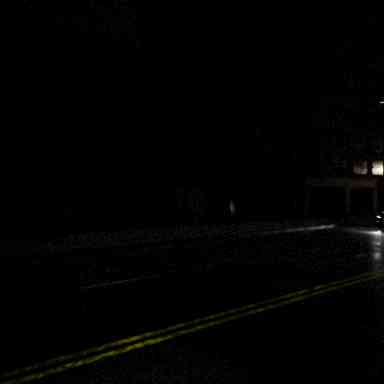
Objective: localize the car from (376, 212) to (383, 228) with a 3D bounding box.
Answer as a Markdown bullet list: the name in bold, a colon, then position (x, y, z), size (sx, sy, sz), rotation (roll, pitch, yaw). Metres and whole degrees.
- **car**: position (13.270, 1.436, 20.431), size (4.892, 1.490, 1.837), rotation (0, 0, -33)
